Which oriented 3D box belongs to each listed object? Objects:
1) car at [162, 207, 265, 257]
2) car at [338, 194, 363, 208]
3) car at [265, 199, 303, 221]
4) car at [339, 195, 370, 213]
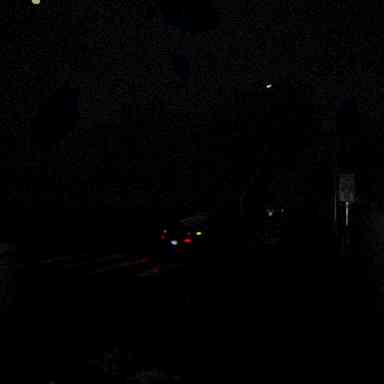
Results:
[{"bbox_3d":[0.815,1.409,12.481,1.812,1.442,4.674,0,0,37],"label":"car"},{"bbox_3d":[21.236,1.173,44.456,2.097,1.767,4.553,0,0,37],"label":"car"},{"bbox_3d":[7.065,1.318,25.726,2.128,1.511,4.902,0,0,37],"label":"car"},{"bbox_3d":[16.503,1.300,33.393,2.128,1.511,4.902,0,0,37],"label":"car"}]
